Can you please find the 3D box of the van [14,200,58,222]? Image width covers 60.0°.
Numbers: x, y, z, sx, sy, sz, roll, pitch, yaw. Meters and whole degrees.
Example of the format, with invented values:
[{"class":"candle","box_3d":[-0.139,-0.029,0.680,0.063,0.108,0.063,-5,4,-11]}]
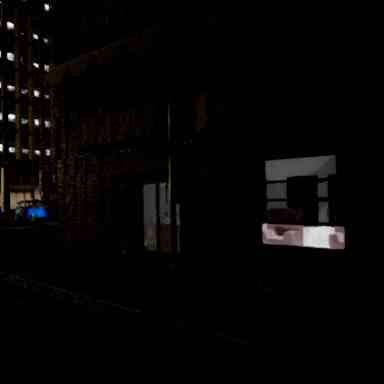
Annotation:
[{"class":"van","box_3d":[-12.945,1.576,28.469,1.690,1.788,3.998,-2,-1,36]}]
